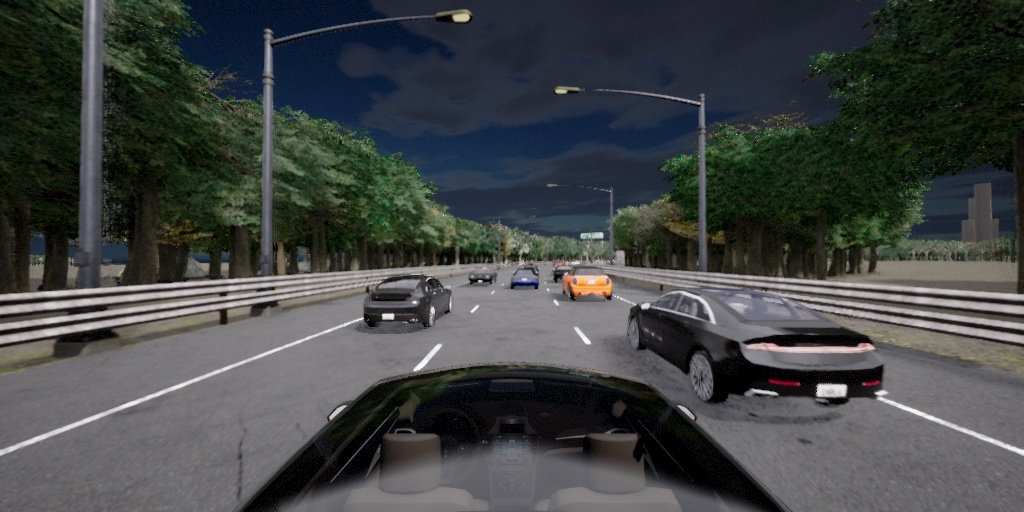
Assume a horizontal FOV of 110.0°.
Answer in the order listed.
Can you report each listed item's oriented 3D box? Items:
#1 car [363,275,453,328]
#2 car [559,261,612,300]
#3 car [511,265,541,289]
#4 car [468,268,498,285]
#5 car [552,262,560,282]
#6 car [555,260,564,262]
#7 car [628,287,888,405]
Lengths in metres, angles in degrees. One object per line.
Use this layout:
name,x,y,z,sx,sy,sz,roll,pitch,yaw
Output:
car,-3.211,1.379,11.887,1.837,1.490,4.892,0,-1,1
car,3.962,1.320,19.504,2.097,1.767,4.553,0,-1,3
car,0.959,1.613,26.324,1.994,1.385,4.181,0,-1,3
car,-2.304,1.695,30.085,1.895,1.301,4.718,0,-1,4
car,4.911,1.619,33.923,1.882,1.535,5.008,0,-1,5
car,8.600,1.713,64.208,2.150,2.045,5.566,0,-1,9
car,3.556,1.300,6.379,2.128,1.511,4.902,0,-1,1
